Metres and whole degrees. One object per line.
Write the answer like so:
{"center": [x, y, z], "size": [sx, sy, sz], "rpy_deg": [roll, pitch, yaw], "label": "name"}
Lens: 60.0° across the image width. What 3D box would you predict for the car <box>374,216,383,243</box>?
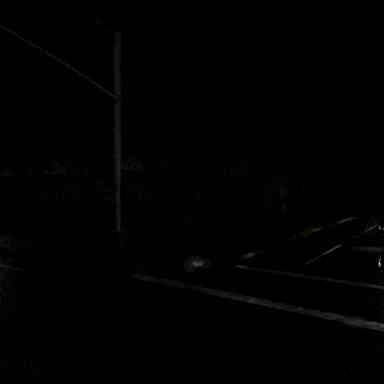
{"center": [9.680, 1.466, 15.217], "size": [1.837, 1.490, 4.892], "rpy_deg": [0, 0, 35], "label": "car"}
